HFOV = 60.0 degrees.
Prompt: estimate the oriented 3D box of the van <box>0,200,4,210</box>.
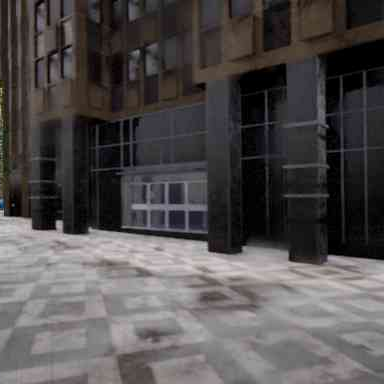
[{"bbox_3d":[-34.996,2.328,59.522,1.690,1.788,3.998,-2,-2,36],"label":"van"}]
